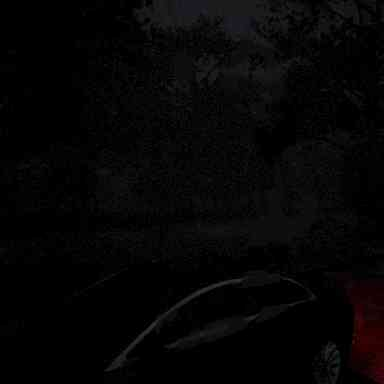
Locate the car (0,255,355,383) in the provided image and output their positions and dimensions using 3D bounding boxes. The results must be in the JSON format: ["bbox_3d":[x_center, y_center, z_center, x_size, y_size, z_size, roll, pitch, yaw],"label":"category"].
[{"bbox_3d":[-0.201,1.524,3.558,4.902,1.511,2.128,1,-1,-36],"label":"car"}]
